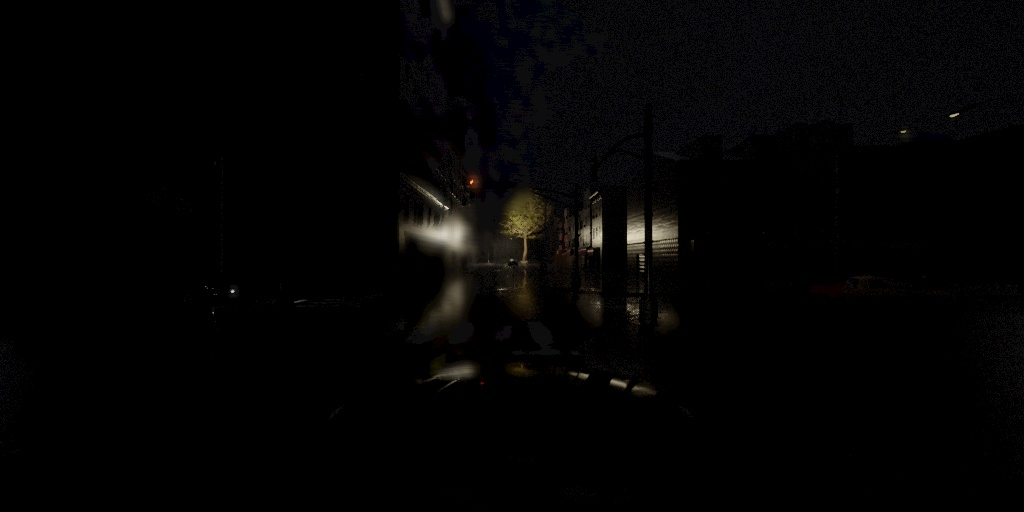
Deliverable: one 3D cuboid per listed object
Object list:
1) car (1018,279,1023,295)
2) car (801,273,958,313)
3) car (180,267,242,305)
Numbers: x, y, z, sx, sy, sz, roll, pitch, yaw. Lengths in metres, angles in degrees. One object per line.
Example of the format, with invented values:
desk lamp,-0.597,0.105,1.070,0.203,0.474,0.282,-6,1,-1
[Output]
car,26.210,1.414,16.207,4.902,1.511,2.128,0,0,0
car,13.903,1.346,13.670,4.829,1.417,1.751,0,0,0
car,-13.759,1.178,14.554,4.892,1.490,1.837,0,0,0
